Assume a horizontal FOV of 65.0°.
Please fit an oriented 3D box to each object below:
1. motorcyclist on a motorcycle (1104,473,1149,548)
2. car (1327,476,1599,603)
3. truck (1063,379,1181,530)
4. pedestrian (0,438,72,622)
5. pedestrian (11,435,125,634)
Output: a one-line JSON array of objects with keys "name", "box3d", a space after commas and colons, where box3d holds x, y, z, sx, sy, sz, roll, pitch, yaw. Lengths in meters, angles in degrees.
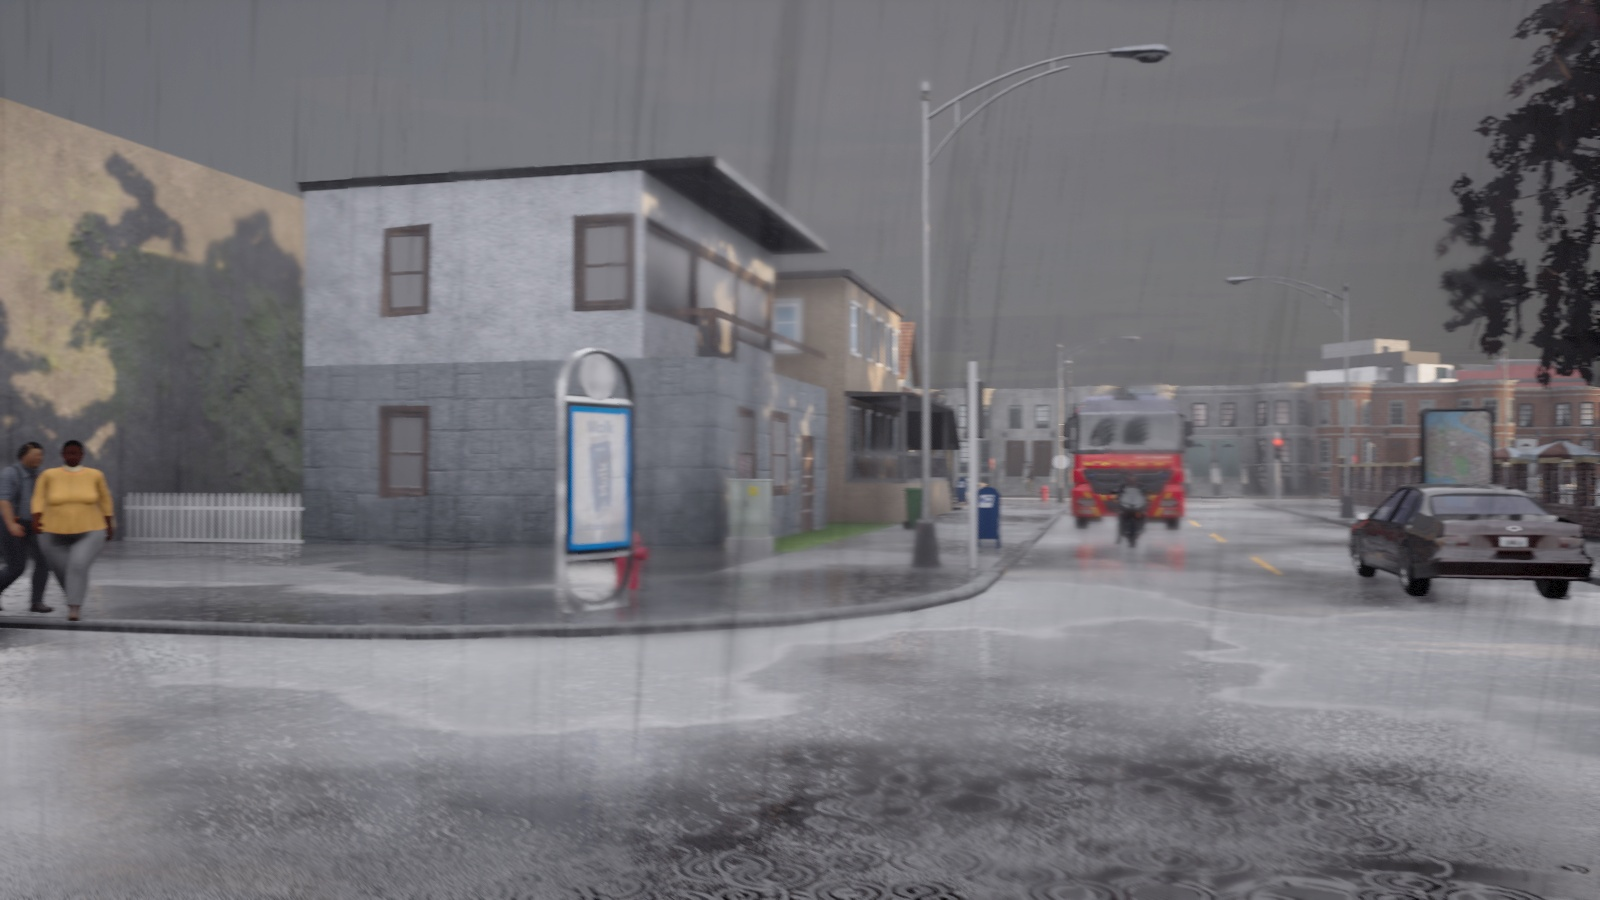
[{"name": "motorcyclist on a motorcycle", "box3d": [6.926, 1.251, 26.693, 0.866, 1.530, 2.191, -1, -1, 14]}, {"name": "car", "box3d": [8.765, 1.085, 17.089, 2.033, 1.411, 5.357, -1, -1, 13]}, {"name": "truck", "box3d": [9.246, 0.198, 36.362, 2.891, 3.827, 8.468, -1, -1, 14]}, {"name": "pedestrian", "box3d": [-8.003, 0.808, 12.937, 0.694, 1.848, 0.540, -1, -1, 19]}, {"name": "pedestrian", "box3d": [-7.151, 0.797, 12.318, 0.874, 1.855, 0.900, 0, -1, -24]}]
